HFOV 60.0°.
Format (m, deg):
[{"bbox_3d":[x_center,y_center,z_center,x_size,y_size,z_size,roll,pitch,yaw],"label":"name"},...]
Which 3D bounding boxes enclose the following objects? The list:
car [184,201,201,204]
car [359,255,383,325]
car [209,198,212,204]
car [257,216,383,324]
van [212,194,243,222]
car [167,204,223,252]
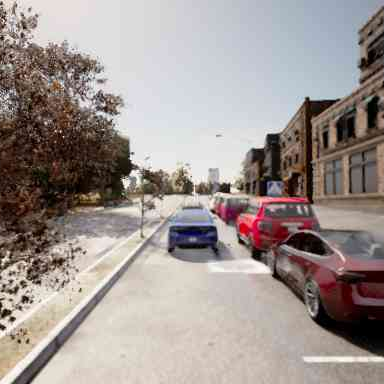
[{"bbox_3d":[0.049,1.479,27.850,2.128,1.511,4.902,0,0,1],"label":"car"},{"bbox_3d":[3.052,1.521,1.683,2.002,1.452,4.674,0,0,0],"label":"car"},{"bbox_3d":[3.060,1.200,34.992,2.435,2.045,5.566,0,0,0],"label":"car"},{"bbox_3d":[3.053,1.514,7.262,2.163,1.488,4.792,0,0,0],"label":"car"},{"bbox_3d":[3.059,1.238,29.535,1.878,1.987,4.442,0,0,0],"label":"van"},{"bbox_3d":[0.057,1.480,14.004,1.882,1.535,5.008,0,0,1],"label":"car"}]
